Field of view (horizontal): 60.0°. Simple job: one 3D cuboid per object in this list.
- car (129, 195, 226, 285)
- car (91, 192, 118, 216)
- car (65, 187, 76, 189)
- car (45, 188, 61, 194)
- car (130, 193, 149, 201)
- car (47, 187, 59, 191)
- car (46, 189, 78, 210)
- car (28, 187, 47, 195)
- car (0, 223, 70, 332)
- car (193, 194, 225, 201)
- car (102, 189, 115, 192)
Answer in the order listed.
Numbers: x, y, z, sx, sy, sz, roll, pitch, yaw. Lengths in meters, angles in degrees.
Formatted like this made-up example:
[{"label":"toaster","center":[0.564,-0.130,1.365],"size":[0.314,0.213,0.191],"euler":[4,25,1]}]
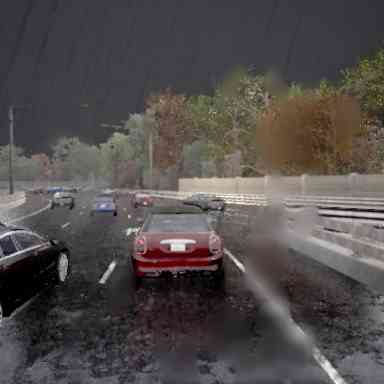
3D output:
[{"label":"car","center":[-0.460,1.133,9.106],"size":[2.097,1.767,4.553],"euler":[0,1,-5]},{"label":"car","center":[-6.627,0.955,25.158],"size":[2.033,1.411,5.357],"euler":[0,1,-14]},{"label":"car","center":[-26.490,-0.332,72.183],"size":[1.837,1.490,4.892],"euler":[-1,2,-42]},{"label":"car","center":[-33.263,-0.331,79.591],"size":[4.674,1.442,1.812],"euler":[1,2,43]},{"label":"car","center":[-4.824,0.775,31.715],"size":[1.812,1.442,4.674],"euler":[0,1,-17]},{"label":"car","center":[-29.169,-0.296,69.931],"size":[1.882,1.535,5.008],"euler":[-1,2,-42]},{"label":"car","center":[-11.882,0.769,30.860],"size":[2.128,1.511,4.902],"euler":[0,1,-17]},{"label":"car","center":[-31.848,-0.216,67.680],"size":[1.837,1.490,4.892],"euler":[-1,2,-42]},{"label":"car","center":[-3.696,1.352,5.876],"size":[2.128,1.511,4.902],"euler":[0,1,-3]},{"label":"car","center":[0.608,0.887,25.394],"size":[2.128,1.511,4.902],"euler":[-1,2,-33]},{"label":"car","center":[-12.813,0.317,51.402],"size":[1.812,1.442,4.674],"euler":[-1,1,-27]}]
